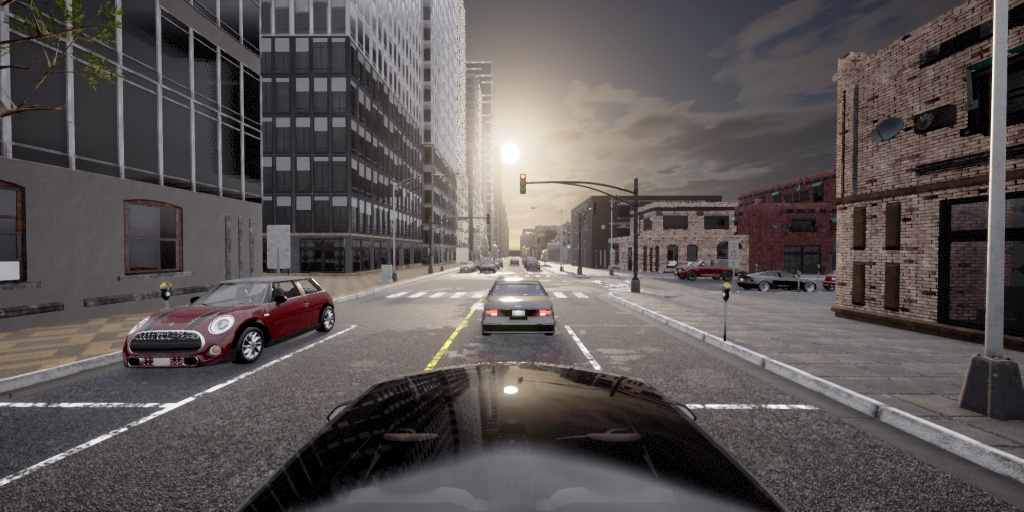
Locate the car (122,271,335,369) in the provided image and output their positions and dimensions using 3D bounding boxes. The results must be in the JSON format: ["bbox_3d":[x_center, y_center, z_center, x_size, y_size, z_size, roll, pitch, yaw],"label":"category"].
[{"bbox_3d":[-5.656,1.188,7.797,1.967,1.591,4.097,0,0,0],"label":"car"}]

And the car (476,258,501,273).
[{"bbox_3d":[-2.834,1.287,43.590,2.033,1.411,5.357,0,0,0],"label":"car"}]

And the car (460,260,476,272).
[{"bbox_3d":[-5.555,1.265,45.575,1.751,1.417,4.829,0,0,0],"label":"car"}]

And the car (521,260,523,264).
[{"bbox_3d":[3.071,1.051,62.568,2.192,1.841,5.009,0,0,0],"label":"car"}]

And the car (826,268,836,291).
[{"bbox_3d":[22.087,1.473,22.427,4.097,1.591,1.967,0,0,1],"label":"car"}]

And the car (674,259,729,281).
[{"bbox_3d":[16.700,1.164,30.911,5.009,1.841,2.192,0,0,1],"label":"car"}]

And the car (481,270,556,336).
[{"bbox_3d":[0.154,1.295,10.364,2.033,1.411,5.357,0,0,0],"label":"car"}]

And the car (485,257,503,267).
[{"bbox_3d":[-2.772,1.285,53.733,2.033,1.411,5.357,0,0,0],"label":"car"}]

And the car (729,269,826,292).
[{"bbox_3d":[16.540,1.546,22.533,4.313,1.339,1.948,0,0,1],"label":"car"}]

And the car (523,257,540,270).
[{"bbox_3d":[3.000,1.178,51.280,1.967,1.591,4.097,0,0,0],"label":"car"}]
